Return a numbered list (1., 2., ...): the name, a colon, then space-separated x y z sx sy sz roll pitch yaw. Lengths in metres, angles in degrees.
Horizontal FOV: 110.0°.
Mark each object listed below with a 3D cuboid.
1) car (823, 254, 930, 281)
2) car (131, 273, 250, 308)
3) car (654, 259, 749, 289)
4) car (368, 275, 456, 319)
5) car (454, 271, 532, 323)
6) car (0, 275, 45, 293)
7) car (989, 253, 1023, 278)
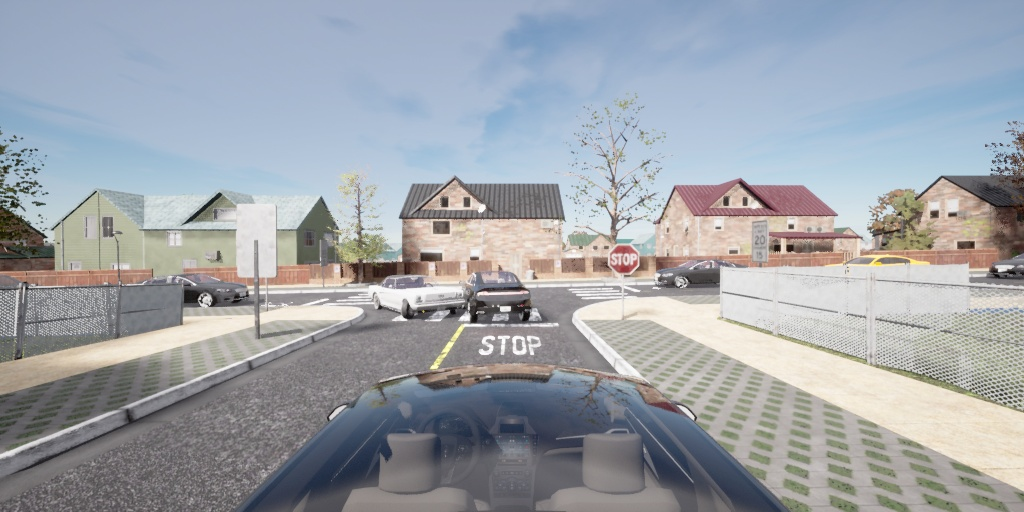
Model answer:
1. car: 19.761 0.691 19.648 5.008 1.535 1.882 -1 1 -1
2. car: -14.902 1.567 16.559 4.902 1.511 2.128 -1 1 0
3. car: 10.331 0.926 19.612 4.902 1.511 2.128 -1 1 0
4. car: -3.602 1.368 13.064 1.895 1.301 4.718 0 0 -38
5. car: -0.685 1.243 12.204 2.128 1.511 4.902 0 0 -12
6. car: -24.239 1.648 16.519 4.553 1.767 2.097 -1 1 0
7. car: 29.386 0.479 19.684 4.902 1.511 2.128 -1 1 0
